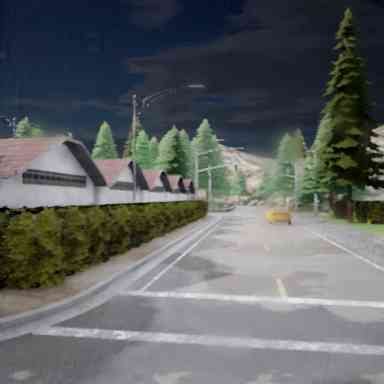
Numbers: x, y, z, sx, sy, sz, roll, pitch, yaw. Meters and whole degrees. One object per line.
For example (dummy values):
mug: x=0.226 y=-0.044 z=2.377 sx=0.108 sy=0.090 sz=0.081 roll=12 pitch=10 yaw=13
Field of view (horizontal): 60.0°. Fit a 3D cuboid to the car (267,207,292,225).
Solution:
car: x=8.081 y=2.157 z=30.977 sx=1.882 sy=1.535 sz=5.008 roll=0 pitch=-1 yaw=10
